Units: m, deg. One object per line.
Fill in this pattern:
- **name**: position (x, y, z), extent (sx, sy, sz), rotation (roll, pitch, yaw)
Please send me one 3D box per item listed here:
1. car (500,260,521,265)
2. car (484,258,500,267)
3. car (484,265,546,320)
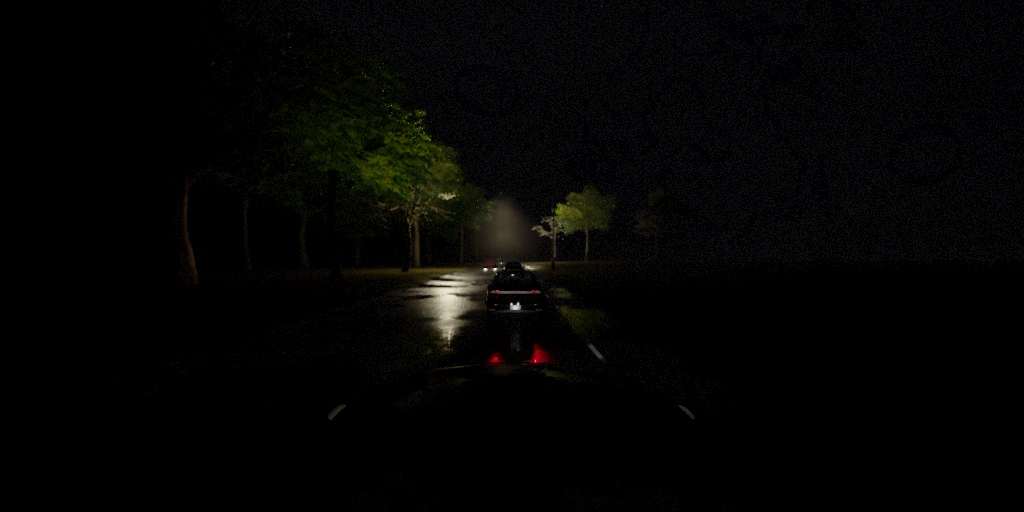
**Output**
- **car**: position (0.097, 1.261, 30.906), extent (1.837, 1.490, 4.892), rotation (0, 0, 0)
- **car**: position (-3.552, 1.198, 59.629), extent (1.882, 1.535, 5.008), rotation (0, 0, 1)
- **car**: position (0.099, 1.245, 12.570), extent (2.128, 1.511, 4.902), rotation (0, 0, 0)
